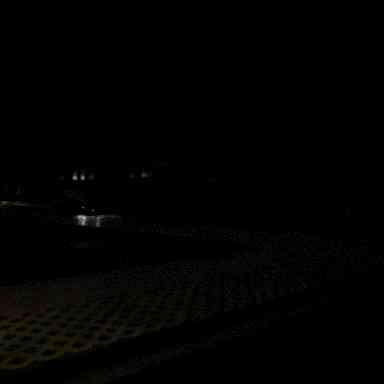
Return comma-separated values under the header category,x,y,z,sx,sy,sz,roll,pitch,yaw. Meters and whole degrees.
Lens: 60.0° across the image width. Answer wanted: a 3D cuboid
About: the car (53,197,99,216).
category,x,y,z,sx,sy,sz,roll,pitch,yaw
car,-9.979,1.187,28.335,4.674,1.442,1.812,1,1,34
